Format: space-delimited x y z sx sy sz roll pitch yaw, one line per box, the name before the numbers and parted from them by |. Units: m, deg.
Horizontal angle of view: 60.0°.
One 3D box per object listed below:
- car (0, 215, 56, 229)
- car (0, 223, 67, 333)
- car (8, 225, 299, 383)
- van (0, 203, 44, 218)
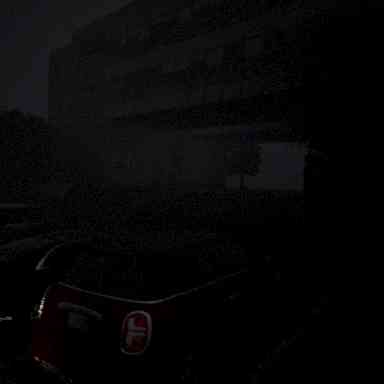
car | -4.482 1.561 8.497 2.231 1.521 4.892 -1 0 36
car | -2.216 1.534 6.862 2.231 1.521 4.892 -1 0 36
car | 0.038 1.382 5.218 2.185 1.767 4.553 -1 0 36
van | -6.828 1.360 10.023 1.878 1.987 4.442 -1 0 36
